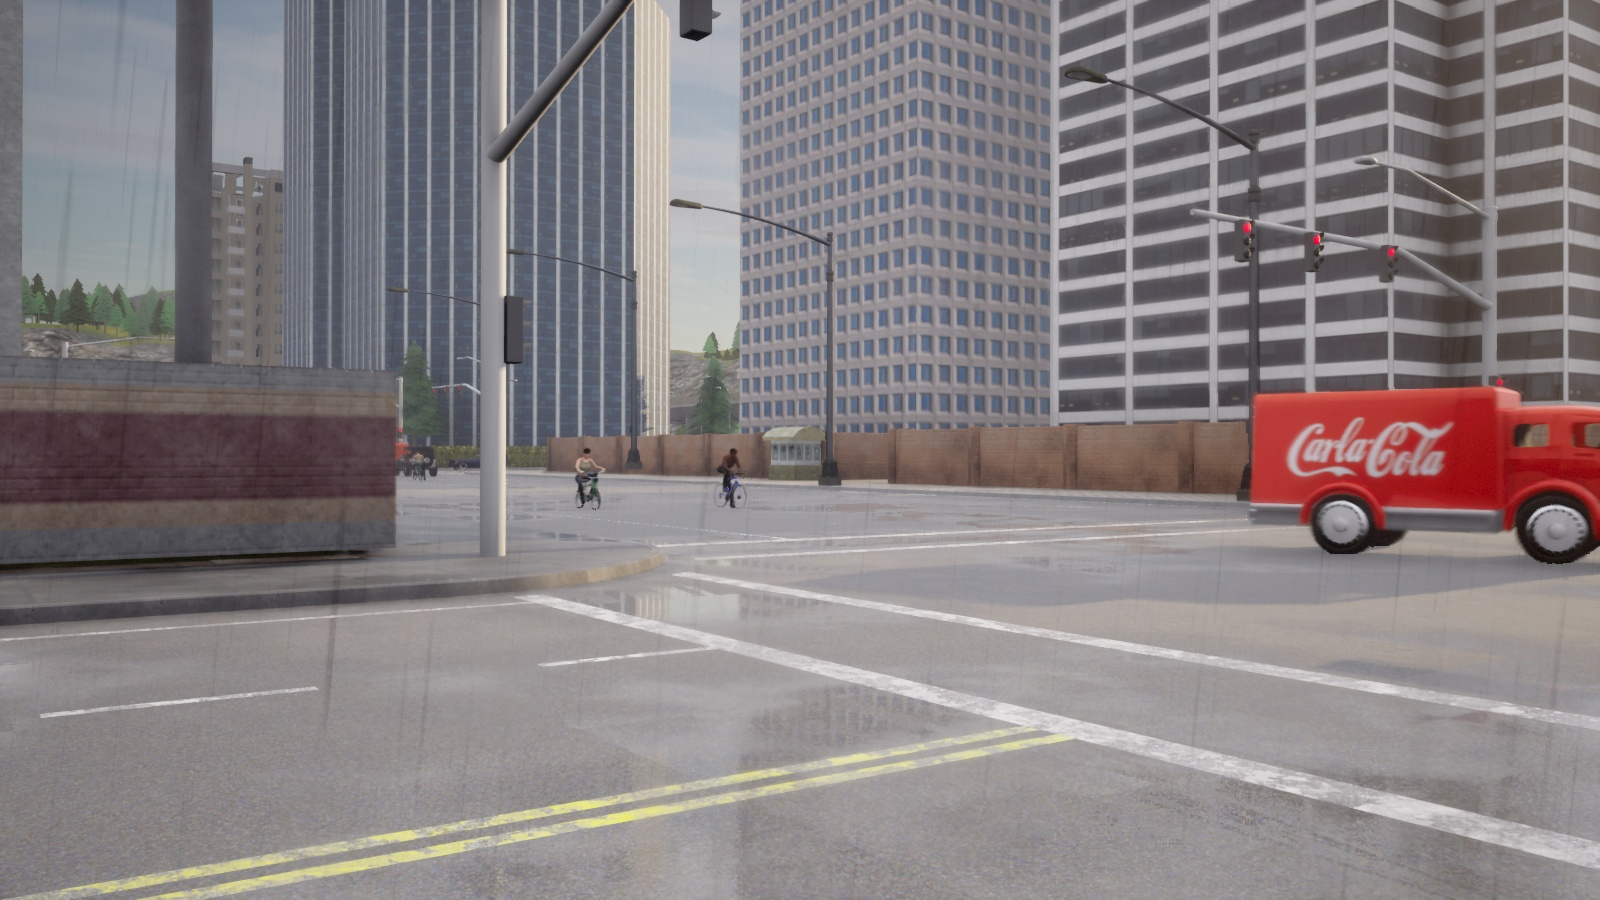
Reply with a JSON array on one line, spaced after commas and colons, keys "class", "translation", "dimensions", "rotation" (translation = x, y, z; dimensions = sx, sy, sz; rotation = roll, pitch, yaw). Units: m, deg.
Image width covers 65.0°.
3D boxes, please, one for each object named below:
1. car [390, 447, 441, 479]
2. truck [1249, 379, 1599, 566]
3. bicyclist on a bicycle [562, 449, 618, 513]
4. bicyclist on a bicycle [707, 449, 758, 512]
[{"class": "car", "translation": [-23.771, 0.781, 77.625], "dimensions": [1.905, 1.878, 3.866], "rotation": [0, 0, -35]}, {"class": "truck", "translation": [9.752, 0.282, 18.705], "dimensions": [5.204, 2.467, 2.627], "rotation": [0, 1, 37]}, {"class": "bicyclist on a bicycle", "translation": [-5.449, 0.772, 32.513], "dimensions": [0.866, 1.612, 1.509], "rotation": [0, 0, -34]}, {"class": "bicyclist on a bicycle", "translation": [-1.814, 0.783, 33.396], "dimensions": [0.582, 1.620, 1.656], "rotation": [0, 0, -35]}]
